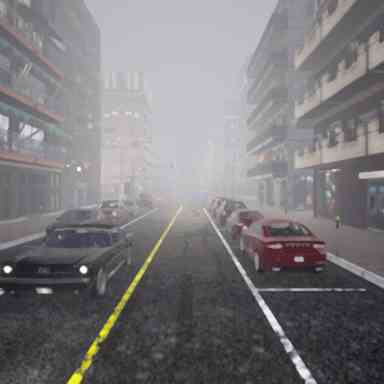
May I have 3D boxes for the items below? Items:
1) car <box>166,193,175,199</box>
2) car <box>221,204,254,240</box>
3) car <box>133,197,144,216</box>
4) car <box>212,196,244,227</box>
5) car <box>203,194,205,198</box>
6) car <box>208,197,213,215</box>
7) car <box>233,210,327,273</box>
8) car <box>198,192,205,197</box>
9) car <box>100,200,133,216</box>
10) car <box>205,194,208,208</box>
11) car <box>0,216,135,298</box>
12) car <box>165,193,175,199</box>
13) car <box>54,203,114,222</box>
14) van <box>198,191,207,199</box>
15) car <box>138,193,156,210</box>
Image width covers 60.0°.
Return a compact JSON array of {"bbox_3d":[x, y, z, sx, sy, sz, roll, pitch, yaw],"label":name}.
[{"bbox_3d":[-5.222,0.881,81.977,1.887,1.381,4.507,0,0,0],"label":"car"},{"bbox_3d":[2.576,1.458,15.804,1.802,1.307,4.206,0,0,0],"label":"car"},{"bbox_3d":[-5.296,1.369,26.998,1.802,1.307,4.206,0,0,0],"label":"car"},{"bbox_3d":[2.580,1.272,21.397,1.967,1.590,4.097,0,0,0],"label":"car"},{"bbox_3d":[2.593,1.242,38.180,1.887,1.381,4.507,0,0,0],"label":"car"},{"bbox_3d":[2.584,1.227,26.991,1.967,1.590,4.097,0,0,0],"label":"car"},{"bbox_3d":[2.572,1.464,10.210,1.887,1.381,4.507,0,0,0],"label":"car"},{"bbox_3d":[2.634,0.808,93.023,1.947,1.339,4.313,0,0,0],"label":"car"},{"bbox_3d":[-5.300,1.272,21.403,1.967,1.590,4.097,0,0,0],"label":"car"},{"bbox_3d":[2.589,1.183,32.585,1.967,1.590,4.097,0,0,0],"label":"car"},{"bbox_3d":[-2.760,1.534,8.448,1.895,1.301,4.718,0,0,0],"label":"car"},{"bbox_3d":[-5.226,0.965,76.390,1.802,1.307,4.206,0,0,0],"label":"car"},{"bbox_3d":[-5.304,1.442,15.810,1.947,1.339,4.313,0,0,0],"label":"car"},{"bbox_3d":[2.621,0.726,76.220,1.690,1.788,3.998,0,0,0],"label":"van"},{"bbox_3d":[-5.288,1.012,38.185,2.192,1.841,5.009,0,0,0],"label":"car"}]
